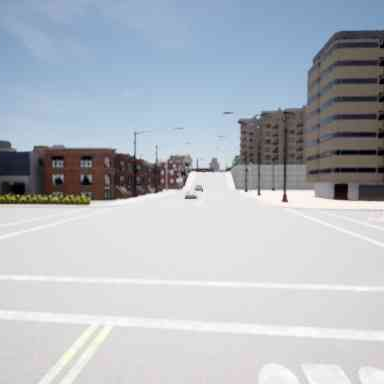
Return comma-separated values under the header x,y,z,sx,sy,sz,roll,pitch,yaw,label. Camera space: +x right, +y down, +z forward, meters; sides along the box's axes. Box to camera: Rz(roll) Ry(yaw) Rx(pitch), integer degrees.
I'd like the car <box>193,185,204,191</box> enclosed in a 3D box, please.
x,y,z,sx,sy,sz,roll,pitch,yaw,label
1.578,-0.824,76.473,2.150,2.045,5.566,0,2,4,car

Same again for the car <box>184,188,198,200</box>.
x,y,z,sx,sy,sz,roll,pitch,yaw,label
-0.144,0.442,51.014,1.895,1.301,4.718,0,2,4,car
